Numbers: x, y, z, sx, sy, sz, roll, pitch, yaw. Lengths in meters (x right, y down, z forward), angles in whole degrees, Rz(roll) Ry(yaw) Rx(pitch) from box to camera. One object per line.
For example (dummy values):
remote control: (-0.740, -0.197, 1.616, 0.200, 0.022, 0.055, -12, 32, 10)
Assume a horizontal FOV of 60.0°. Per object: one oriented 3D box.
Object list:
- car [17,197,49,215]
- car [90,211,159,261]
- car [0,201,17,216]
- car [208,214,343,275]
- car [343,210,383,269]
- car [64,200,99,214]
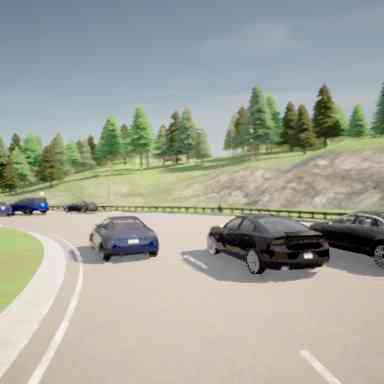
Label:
car: (-19.446, 1.653, 39.463, 5.566, 2.045, 2.150, -1, 0, 28)
car: (-2.719, 1.614, 12.827, 1.994, 1.385, 4.181, -1, 0, -23)
car: (-22.079, 1.853, 36.762, 4.553, 1.767, 2.097, -1, 0, 29)
car: (2.066, 1.411, 10.453, 1.882, 1.535, 5.008, 0, 0, -18)
car: (5.669, 1.335, 10.596, 2.128, 1.511, 4.902, -1, 0, -16)
car: (-13.258, 1.768, 39.721, 4.902, 1.511, 2.128, -1, 0, 32)
